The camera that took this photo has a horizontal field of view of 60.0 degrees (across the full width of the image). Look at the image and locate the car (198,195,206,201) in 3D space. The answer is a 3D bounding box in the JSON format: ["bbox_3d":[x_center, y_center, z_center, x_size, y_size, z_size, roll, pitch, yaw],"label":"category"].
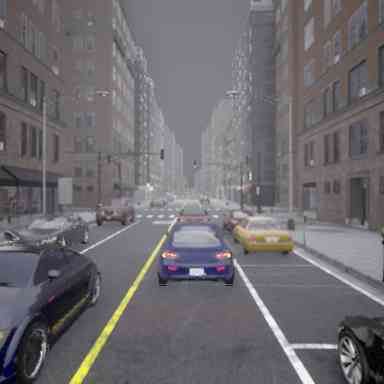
[{"bbox_3d":[2.685,1.604,88.590,2.008,1.369,4.403,0,0,0],"label":"car"}]

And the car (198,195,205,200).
[{"bbox_3d":[2.688,1.580,94.214,1.752,1.417,4.829,0,0,0],"label":"car"}]

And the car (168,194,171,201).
[{"bbox_3d":[-5.355,1.570,61.160,1.752,1.417,4.829,0,0,0],"label":"car"}]

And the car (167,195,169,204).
[{"bbox_3d":[-5.358,1.587,55.876,1.887,1.381,4.507,0,0,0],"label":"car"}]

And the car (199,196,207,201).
[{"bbox_3d":[2.682,1.597,83.136,1.887,1.381,4.507,0,0,0],"label":"car"}]

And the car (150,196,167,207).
[{"bbox_3d":[-5.361,1.590,50.422,2.008,1.369,4.403,0,0,0],"label":"car"}]

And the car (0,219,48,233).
[{"bbox_3d":[-5.384,1.559,7.720,2.008,1.369,4.403,0,0,0],"label":"car"}]

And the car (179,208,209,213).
[{"bbox_3d":[0.110,1.619,20.478,1.895,1.301,4.718,0,0,0],"label":"car"}]

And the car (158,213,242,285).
[{"bbox_3d":[0.101,1.535,9.383,1.812,1.442,4.674,0,0,0],"label":"car"}]

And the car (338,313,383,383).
[{"bbox_3d":[2.638,1.569,2.294,1.947,1.339,4.313,0,0,0],"label":"car"}]

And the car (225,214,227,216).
[{"bbox_3d":[2.647,1.599,18.532,1.802,1.307,4.206,0,0,0],"label":"car"}]

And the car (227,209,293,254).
[{"bbox_3d":[2.644,1.538,13.290,1.752,1.417,4.829,0,0,0],"label":"car"}]

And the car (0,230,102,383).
[{"bbox_3d":[-2.843,1.570,5.196,1.994,1.385,4.181,0,0,0],"label":"car"}]

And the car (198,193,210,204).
[{"bbox_3d":[2.673,1.487,66.772,1.967,1.590,4.097,0,0,0],"label":"car"}]

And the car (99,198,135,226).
[{"bbox_3d":[-5.375,1.335,23.959,2.192,1.841,5.009,0,0,0],"label":"car"}]

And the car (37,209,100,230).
[{"bbox_3d":[-5.381,1.563,13.133,2.008,1.369,4.403,0,0,0],"label":"car"}]

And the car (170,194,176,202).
[{"bbox_3d":[-5.346,1.616,77.692,1.947,1.339,4.313,0,0,0],"label":"car"}]
